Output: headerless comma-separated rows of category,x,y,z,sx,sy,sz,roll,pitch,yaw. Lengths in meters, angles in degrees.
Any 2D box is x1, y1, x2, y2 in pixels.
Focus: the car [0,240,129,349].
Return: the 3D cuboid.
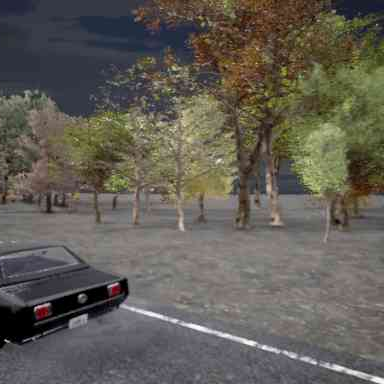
car,-3.453,1.583,6.147,4.718,1.301,1.895,0,0,36
